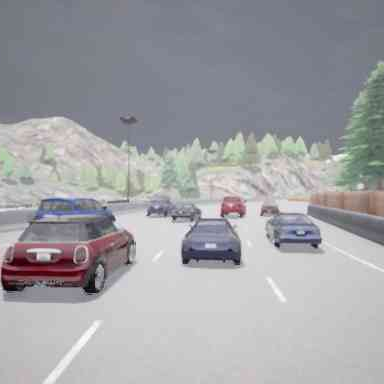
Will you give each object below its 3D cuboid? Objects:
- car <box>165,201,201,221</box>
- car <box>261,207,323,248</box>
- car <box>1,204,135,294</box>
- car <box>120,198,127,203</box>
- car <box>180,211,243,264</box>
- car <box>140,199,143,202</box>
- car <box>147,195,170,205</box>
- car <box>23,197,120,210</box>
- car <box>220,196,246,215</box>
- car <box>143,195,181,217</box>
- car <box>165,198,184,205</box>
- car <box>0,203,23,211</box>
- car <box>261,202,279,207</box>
[{"bbox_3d":[-0.418,1.701,28.981,2.033,1.411,5.357,0,0,11],"label":"car"},{"bbox_3d":[4.543,1.648,15.493,2.033,1.411,5.357,0,0,7],"label":"car"},{"bbox_3d":[-2.996,1.390,9.111,2.097,1.767,4.553,0,0,3],"label":"car"},{"bbox_3d":[-14.846,1.892,65.985,1.895,1.301,4.718,0,0,22],"label":"car"},{"bbox_3d":[0.745,1.633,12.190,1.994,1.385,4.181,0,0,5],"label":"car"},{"bbox_3d":[-9.073,1.693,70.518,2.097,1.767,4.553,0,0,24],"label":"car"},{"bbox_3d":[-6.703,1.558,67.275,2.150,2.045,5.566,0,0,24],"label":"car"},{"bbox_3d":[-5.804,1.291,17.054,2.150,2.045,5.566,0,0,7],"label":"car"},{"bbox_3d":[4.256,1.419,33.866,2.150,2.045,5.566,0,0,13],"label":"car"},{"bbox_3d":[-2.920,1.522,33.748,2.097,1.767,4.553,0,0,12],"label":"car"},{"bbox_3d":[-3.388,1.935,66.101,1.895,1.301,4.718,0,0,24],"label":"car"},{"bbox_3d":[-15.244,1.610,26.610,1.812,1.442,4.674,0,0,10],"label":"car"},{"bbox_3d":[8.393,1.750,35.868,1.812,1.442,4.674,0,0,14],"label":"car"}]
